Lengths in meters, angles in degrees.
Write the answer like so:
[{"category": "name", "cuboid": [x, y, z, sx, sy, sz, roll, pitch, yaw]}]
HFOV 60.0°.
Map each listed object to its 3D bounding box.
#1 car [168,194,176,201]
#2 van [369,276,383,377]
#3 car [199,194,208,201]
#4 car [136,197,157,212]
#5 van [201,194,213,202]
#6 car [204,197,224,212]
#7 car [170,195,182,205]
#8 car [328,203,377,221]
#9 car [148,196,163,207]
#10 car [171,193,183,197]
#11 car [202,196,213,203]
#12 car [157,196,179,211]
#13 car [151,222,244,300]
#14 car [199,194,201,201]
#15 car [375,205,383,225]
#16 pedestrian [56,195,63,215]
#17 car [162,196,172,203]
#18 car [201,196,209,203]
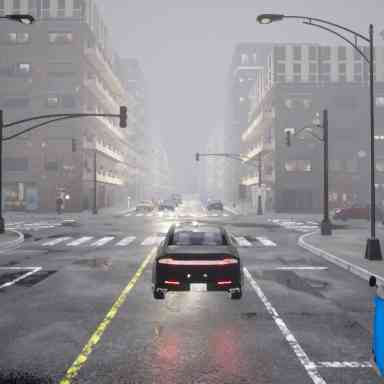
[{"category": "car", "cuboid": [-5.480, 1.484, 90.649, 1.967, 1.590, 4.097, 1, 0, 0]}, {"category": "van", "cuboid": [2.678, 1.342, 1.901, 1.690, 1.788, 3.998, 1, 0, 0]}, {"category": "car", "cuboid": [2.890, 1.355, 84.987, 2.192, 1.841, 5.009, 1, 0, 0]}, {"category": "car", "cuboid": [-5.591, 1.541, 39.695, 1.752, 1.417, 4.829, 1, 0, 0]}, {"category": "van", "cuboid": [2.829, 1.365, 56.774, 1.690, 1.788, 3.998, 1, 0, 0]}, {"category": "car", "cuboid": [2.788, 1.581, 39.847, 1.947, 1.339, 4.313, 1, 0, 0]}, {"category": "car", "cuboid": [-2.985, 1.546, 50.747, 1.812, 1.442, 4.674, 0, 0, 0]}, {"category": "car", "cuboid": [13.702, 1.609, 28.008, 4.097, 1.590, 1.967, 0, -1, 1]}, {"category": "car", "cuboid": [-5.565, 1.461, 51.150, 1.967, 1.590, 4.097, 1, 0, 0]}, {"category": "car", "cuboid": [-2.930, 1.247, 61.484, 2.150, 2.045, 5.566, 0, 0, 1]}, {"category": "car", "cuboid": [2.801, 1.569, 45.490, 2.008, 1.369, 4.403, 1, 0, 0]}, {"category": "car", "cuboid": [-3.014, 1.563, 40.843, 2.033, 1.411, 5.357, 0, 0, 0]}, {"category": "car", "cuboid": [0.119, 1.494, 8.389, 2.128, 1.511, 4.902, 0, 0, 0]}, {"category": "car", "cuboid": [2.850, 1.555, 68.230, 1.752, 1.417, 4.829, 1, 0, 0]}, {"category": "car", "cuboid": [13.580, 1.584, 19.627, 4.313, 1.339, 1.947, 0, -1, 1]}, {"category": "pedestrian", "cuboid": [-12.472, 1.218, 31.321, 0.375, 1.860, 0.375, 0, -1, 1]}, {"category": "car", "cuboid": [-5.518, 1.577, 73.721, 1.887, 1.381, 4.507, 1, 0, 0]}, {"category": "car", "cuboid": [2.861, 1.615, 73.702, 1.802, 1.307, 4.206, 1, 0, 0]}]
